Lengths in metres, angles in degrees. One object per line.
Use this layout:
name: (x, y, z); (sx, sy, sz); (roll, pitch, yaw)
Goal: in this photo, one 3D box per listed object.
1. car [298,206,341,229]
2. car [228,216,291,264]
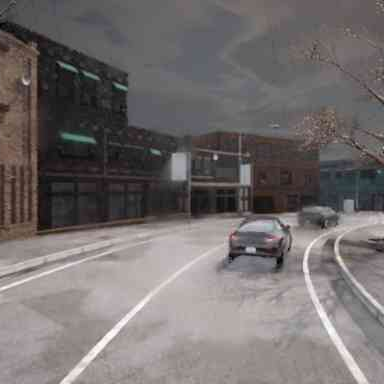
car: (9.309, 1.771, 24.195); (1.837, 1.490, 4.892); (1, 0, 40)
car: (2.614, 1.628, 12.356); (1.812, 1.442, 4.674); (1, 0, 21)
